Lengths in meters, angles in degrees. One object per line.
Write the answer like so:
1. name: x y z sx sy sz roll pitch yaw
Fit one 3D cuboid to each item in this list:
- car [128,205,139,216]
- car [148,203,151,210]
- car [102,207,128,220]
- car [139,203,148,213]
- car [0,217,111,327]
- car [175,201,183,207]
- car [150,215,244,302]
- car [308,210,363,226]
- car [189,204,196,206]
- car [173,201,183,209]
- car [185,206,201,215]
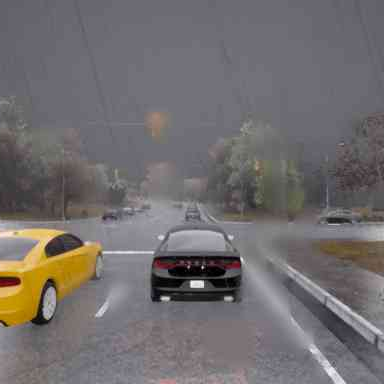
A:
1. car: -10.471 3.200 54.581 1.812 1.442 4.674 0 -1 0
2. car: -10.345 3.215 75.267 2.033 1.411 5.357 0 0 0
3. car: -10.519 2.993 44.711 2.033 1.411 5.357 0 -2 1
4. car: -10.408 3.233 64.686 2.128 1.511 4.902 0 0 1
5. car: -3.406 1.541 7.248 1.882 1.535 5.008 0 -1 0
6. car: -3.440 3.149 86.702 1.994 1.385 4.181 0 0 -3
7. car: 0.102 1.564 8.490 1.882 1.535 5.008 0 -1 0
8. car: 13.573 2.417 31.560 4.902 1.511 2.128 0 -2 -3
9. car: 0.168 3.249 72.932 1.994 1.385 4.181 0 0 0
10. car: -3.342 3.167 76.633 1.837 1.490 4.892 0 0 0
11. car: 0.142 2.909 43.814 2.128 1.511 4.902 0 -2 0
